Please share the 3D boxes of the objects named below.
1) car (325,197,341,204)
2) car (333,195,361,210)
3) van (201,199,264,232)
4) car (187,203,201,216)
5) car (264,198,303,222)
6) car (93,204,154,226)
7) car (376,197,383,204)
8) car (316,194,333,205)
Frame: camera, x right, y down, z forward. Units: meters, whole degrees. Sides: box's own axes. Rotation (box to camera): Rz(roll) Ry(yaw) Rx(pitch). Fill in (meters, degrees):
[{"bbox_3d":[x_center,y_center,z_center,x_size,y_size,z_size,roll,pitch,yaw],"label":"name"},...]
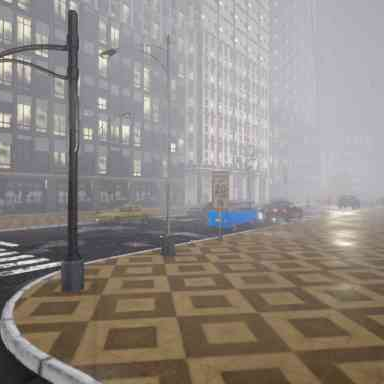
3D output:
[{"bbox_3d":[28.397,1.624,67.011,2.008,1.369,4.403,0,0,38],"label":"car"},{"bbox_3d":[21.086,1.368,44.562,2.192,1.841,5.009,0,0,38],"label":"car"},{"bbox_3d":[2.571,1.368,20.280,1.690,1.788,3.998,0,0,38],"label":"van"},{"bbox_3d":[1.279,1.604,31.715,1.802,1.307,4.206,0,0,38],"label":"car"},{"bbox_3d":[7.527,1.472,26.914,1.967,1.590,4.097,0,0,38],"label":"car"},{"bbox_3d":[-4.822,1.540,23.987,1.752,1.417,4.829,0,0,38],"label":"car"},{"bbox_3d":[38.034,1.658,66.620,1.947,1.339,4.313,0,0,38],"label":"car"},{"bbox_3d":[25.008,1.381,62.599,2.192,1.841,5.009,0,0,38],"label":"car"}]
